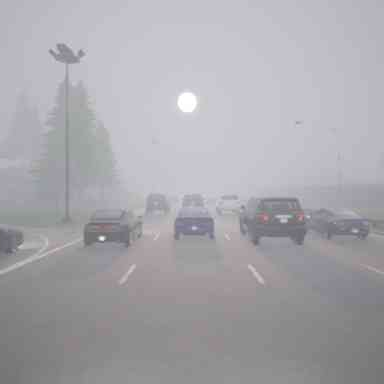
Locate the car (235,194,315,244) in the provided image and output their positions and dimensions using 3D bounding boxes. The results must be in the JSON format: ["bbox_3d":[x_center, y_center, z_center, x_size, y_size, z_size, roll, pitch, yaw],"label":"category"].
[{"bbox_3d":[3.601,1.204,15.717,2.150,2.045,5.566,0,0,0],"label":"car"}]

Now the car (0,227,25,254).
[{"bbox_3d":[-7.194,1.536,10.297,2.033,1.411,5.357,0,0,-4],"label":"car"}]

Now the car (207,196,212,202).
[{"bbox_3d":[3.502,1.481,61.493,2.033,1.411,5.357,0,0,0],"label":"car"}]

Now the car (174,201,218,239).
[{"bbox_3d":[0.101,1.459,17.304,1.882,1.535,5.008,0,0,0],"label":"car"}]

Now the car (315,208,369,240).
[{"bbox_3d":[7.087,1.508,16.768,1.812,1.442,4.674,0,0,0],"label":"car"}]

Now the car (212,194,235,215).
[{"bbox_3d":[3.601,1.184,34.107,2.150,2.045,5.566,0,0,0],"label":"car"}]

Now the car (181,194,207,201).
[{"bbox_3d":[0.101,1.184,34.110,2.150,2.045,5.566,0,0,0],"label":"car"}]

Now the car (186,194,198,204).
[{"bbox_3d":[0.003,1.283,62.478,2.097,1.767,4.553,0,0,0],"label":"car"}]

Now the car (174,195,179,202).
[{"bbox_3d":[-3.496,1.282,62.483,2.097,1.767,4.553,0,0,0],"label":"car"}]

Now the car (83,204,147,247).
[{"bbox_3d":[-3.400,1.488,14.974,1.837,1.490,4.892,0,0,0],"label":"car"}]

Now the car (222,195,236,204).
[{"bbox_3d":[7.005,1.424,63.105,2.128,1.511,4.902,0,0,0],"label":"car"}]

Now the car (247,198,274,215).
[{"bbox_3d":[7.101,1.467,35.121,1.837,1.490,4.892,0,0,0],"label":"car"}]

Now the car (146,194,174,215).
[{"bbox_3d":[-3.399,1.184,34.058,2.150,2.045,5.566,0,0,0],"label":"car"}]
